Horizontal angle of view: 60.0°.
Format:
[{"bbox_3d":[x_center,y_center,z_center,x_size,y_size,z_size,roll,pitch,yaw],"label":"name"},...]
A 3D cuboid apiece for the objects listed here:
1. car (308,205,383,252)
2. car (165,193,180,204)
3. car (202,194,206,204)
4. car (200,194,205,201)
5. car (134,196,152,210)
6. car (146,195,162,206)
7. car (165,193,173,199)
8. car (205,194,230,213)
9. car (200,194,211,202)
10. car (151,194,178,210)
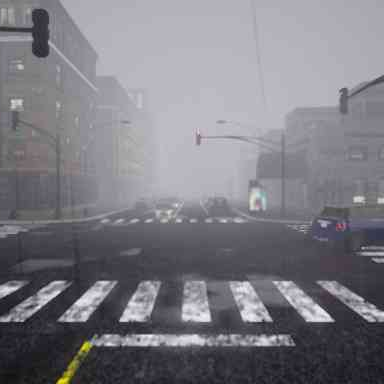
[{"bbox_3d":[7.110,1.297,13.559,4.553,1.767,2.097,0,1,-19],"label":"car"},{"bbox_3d":[-3.083,1.239,54.471,1.994,1.385,4.181,0,0,0],"label":"car"},{"bbox_3d":[2.675,1.311,44.570,1.802,1.307,4.206,0,0,0],"label":"car"},{"bbox_3d":[2.674,1.248,50.267,2.008,1.369,4.403,0,0,0],"label":"car"},{"bbox_3d":[-5.704,1.311,38.859,2.008,1.369,4.403,0,0,0],"label":"car"},{"bbox_3d":[-5.706,1.248,50.252,2.008,1.369,4.403,0,0,0],"label":"car"},{"bbox_3d":[-5.715,1.051,84.261,1.752,1.417,4.829,-1,0,0],"label":"car"},{"bbox_3d":[2.677,1.232,33.175,1.967,1.590,4.097,0,0,0],"label":"car"},{"bbox_3d":[2.670,1.159,67.356,2.008,1.369,4.403,-1,0,0],"label":"car"},{"bbox_3d":[-3.103,1.309,38.555,2.033,1.411,5.357,0,0,0],"label":"car"}]
